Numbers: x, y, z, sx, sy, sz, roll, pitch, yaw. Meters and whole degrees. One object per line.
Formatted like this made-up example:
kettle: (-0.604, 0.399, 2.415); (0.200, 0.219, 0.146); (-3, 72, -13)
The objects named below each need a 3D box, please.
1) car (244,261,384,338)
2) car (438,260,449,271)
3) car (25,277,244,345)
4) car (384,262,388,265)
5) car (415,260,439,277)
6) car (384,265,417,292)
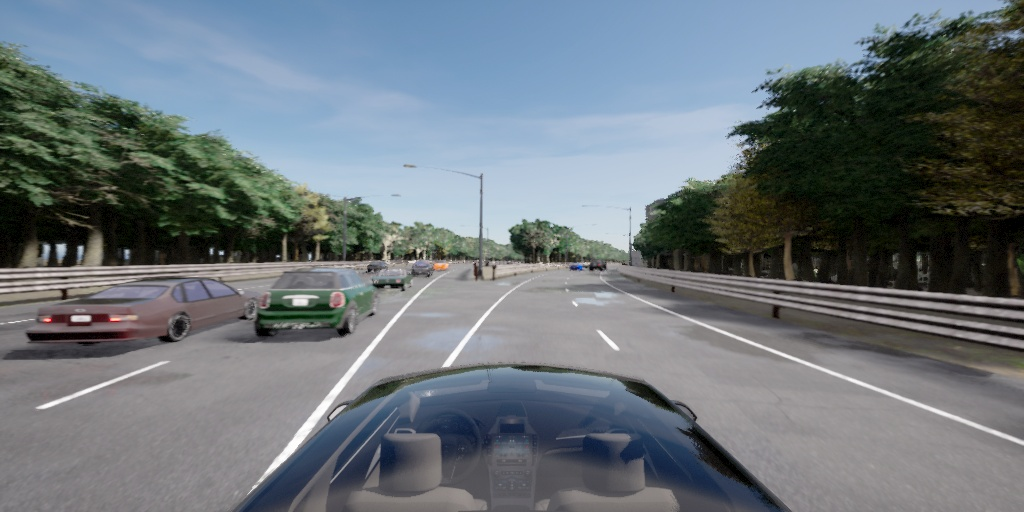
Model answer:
car: (-5.312, 1.113, 10.458); (2.097, 1.767, 4.553); (1, -1, -10)
car: (-11.270, 1.472, 57.531); (2.097, 1.767, 4.553); (1, 0, -4)
car: (-8.627, 1.256, 9.288); (2.033, 1.411, 5.357); (1, -1, -10)
car: (-17.270, 1.446, 46.387); (1.837, 1.490, 4.892); (1, 0, -5)
car: (-9.465, 1.468, 38.407); (2.128, 1.511, 4.902); (1, -1, -7)
car: (-7.312, 1.457, 22.330); (1.895, 1.301, 4.718); (1, -1, -9)
